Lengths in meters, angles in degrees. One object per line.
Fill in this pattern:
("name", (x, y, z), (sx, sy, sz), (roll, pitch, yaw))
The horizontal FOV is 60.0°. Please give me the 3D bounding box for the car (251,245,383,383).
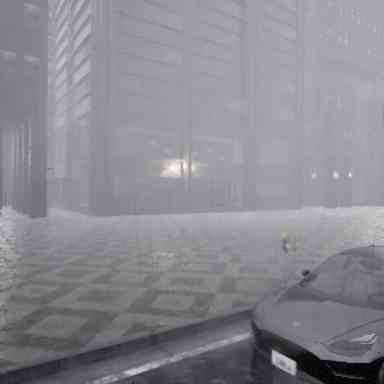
("car", (2.834, 1.555, 4.942), (4.313, 1.339, 1.947), (1, 1, -34))
